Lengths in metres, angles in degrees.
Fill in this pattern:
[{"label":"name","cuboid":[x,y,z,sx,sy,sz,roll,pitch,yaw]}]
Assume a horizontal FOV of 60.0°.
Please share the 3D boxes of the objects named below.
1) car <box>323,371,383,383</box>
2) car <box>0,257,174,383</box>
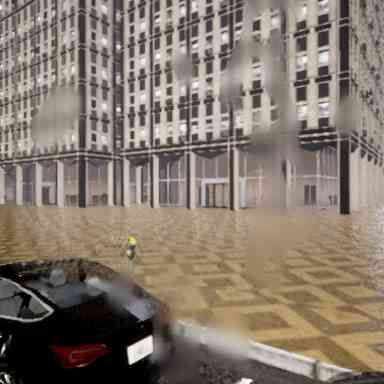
[{"label":"car","cuboid":[2.398,1.568,1.165,4.313,1.339,1.947,0,0,36]},{"label":"car","cuboid":[-2.188,1.560,4.436,4.313,1.339,1.947,0,0,36]}]
